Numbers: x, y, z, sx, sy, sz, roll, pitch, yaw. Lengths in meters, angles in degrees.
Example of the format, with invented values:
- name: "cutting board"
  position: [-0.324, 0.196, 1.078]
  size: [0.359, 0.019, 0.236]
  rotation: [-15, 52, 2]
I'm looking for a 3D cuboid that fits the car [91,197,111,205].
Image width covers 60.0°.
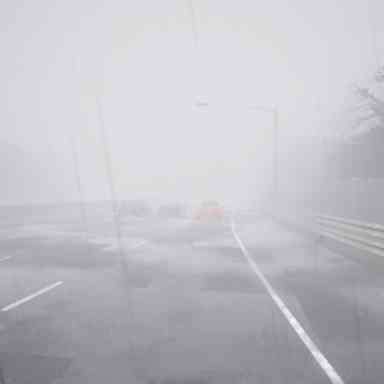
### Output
- name: "car"
  position: [-17.768, 1.712, 65.238]
  size: [1.837, 1.490, 4.892]
  rotation: [0, 0, 9]

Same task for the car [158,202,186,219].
- name: "car"
  position: [-1.734, 1.614, 30.479]
  size: [1.882, 1.535, 5.008]
  rotation: [0, 0, 9]

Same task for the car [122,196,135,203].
- name: "car"
  position: [-15.409, 1.803, 80.994]
  size: [1.812, 1.442, 4.674]
  rotation: [0, 0, 9]

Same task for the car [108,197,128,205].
- name: "car"
  position: [-14.296, 1.772, 64.788]
  size: [2.033, 1.411, 5.357]
  rotation: [0, 0, 9]

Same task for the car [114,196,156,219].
- name: "car"
  position: [-5.204, 1.469, 30.950]
  size: [2.097, 1.767, 4.553]
  rotation: [0, 0, 9]

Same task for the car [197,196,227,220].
- name: "car"
  position: [1.719, 1.506, 29.912]
  size: [2.097, 1.767, 4.553]
  rotation: [0, 0, 9]

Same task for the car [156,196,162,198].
- name: "car"
  position: [-8.481, 1.670, 79.988]
  size: [2.097, 1.767, 4.553]
  rotation: [0, 0, 9]

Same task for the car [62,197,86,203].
- name: "car"
  position: [-16.713, 1.667, 48.998]
  size: [1.812, 1.442, 4.674]
  rotation: [0, 0, 9]

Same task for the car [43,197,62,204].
- name: "car"
  position: [-20.160, 1.475, 49.591]
  size: [2.097, 1.767, 4.553]
  rotation: [0, 0, 9]

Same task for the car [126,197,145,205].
- name: "car"
  position: [-10.822, 1.792, 64.364]
  size: [2.033, 1.411, 5.357]
  rotation: [0, 0, 9]

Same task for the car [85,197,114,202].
- name: "car"
  position: [-13.248, 1.760, 48.503]
  size: [1.895, 1.301, 4.718]
  rotation: [0, 0, 9]
